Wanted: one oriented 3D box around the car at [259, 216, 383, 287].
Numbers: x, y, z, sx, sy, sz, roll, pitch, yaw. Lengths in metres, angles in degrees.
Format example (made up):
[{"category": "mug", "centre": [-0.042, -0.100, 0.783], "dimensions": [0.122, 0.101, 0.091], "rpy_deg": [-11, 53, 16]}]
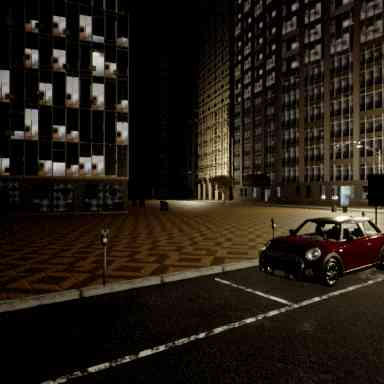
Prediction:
[{"category": "car", "centre": [3.741, 1.439, 9.234], "dimensions": [4.097, 1.590, 1.967], "rpy_deg": [0, 0, -36]}]
